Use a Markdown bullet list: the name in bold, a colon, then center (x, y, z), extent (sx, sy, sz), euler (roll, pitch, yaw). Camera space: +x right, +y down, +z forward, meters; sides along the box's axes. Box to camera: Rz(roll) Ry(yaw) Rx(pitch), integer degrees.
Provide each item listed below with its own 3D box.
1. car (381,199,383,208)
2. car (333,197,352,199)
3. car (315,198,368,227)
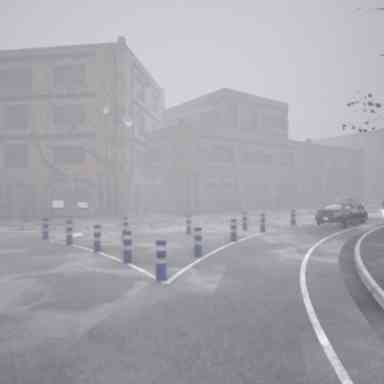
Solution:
- **car**: center (22.158, 0.772, 35.491), extent (4.553, 1.767, 2.097), euler (-2, 1, -37)
- **car**: center (12.864, 1.209, 28.528), extent (4.892, 1.490, 1.837), euler (-2, 1, -37)
- **car**: center (9.590, 1.366, 21.305), extent (4.674, 1.442, 1.812), euler (-1, 1, -44)
